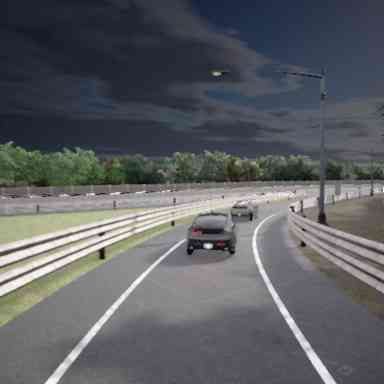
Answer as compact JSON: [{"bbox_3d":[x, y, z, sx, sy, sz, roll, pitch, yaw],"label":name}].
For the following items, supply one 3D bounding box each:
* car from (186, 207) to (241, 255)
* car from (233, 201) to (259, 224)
[{"bbox_3d":[0.954,1.615,13.921,1.837,1.490,4.892,0,0,9],"label":"car"},{"bbox_3d":[4.512,1.548,28.138,2.128,1.511,4.902,1,1,20],"label":"car"}]
